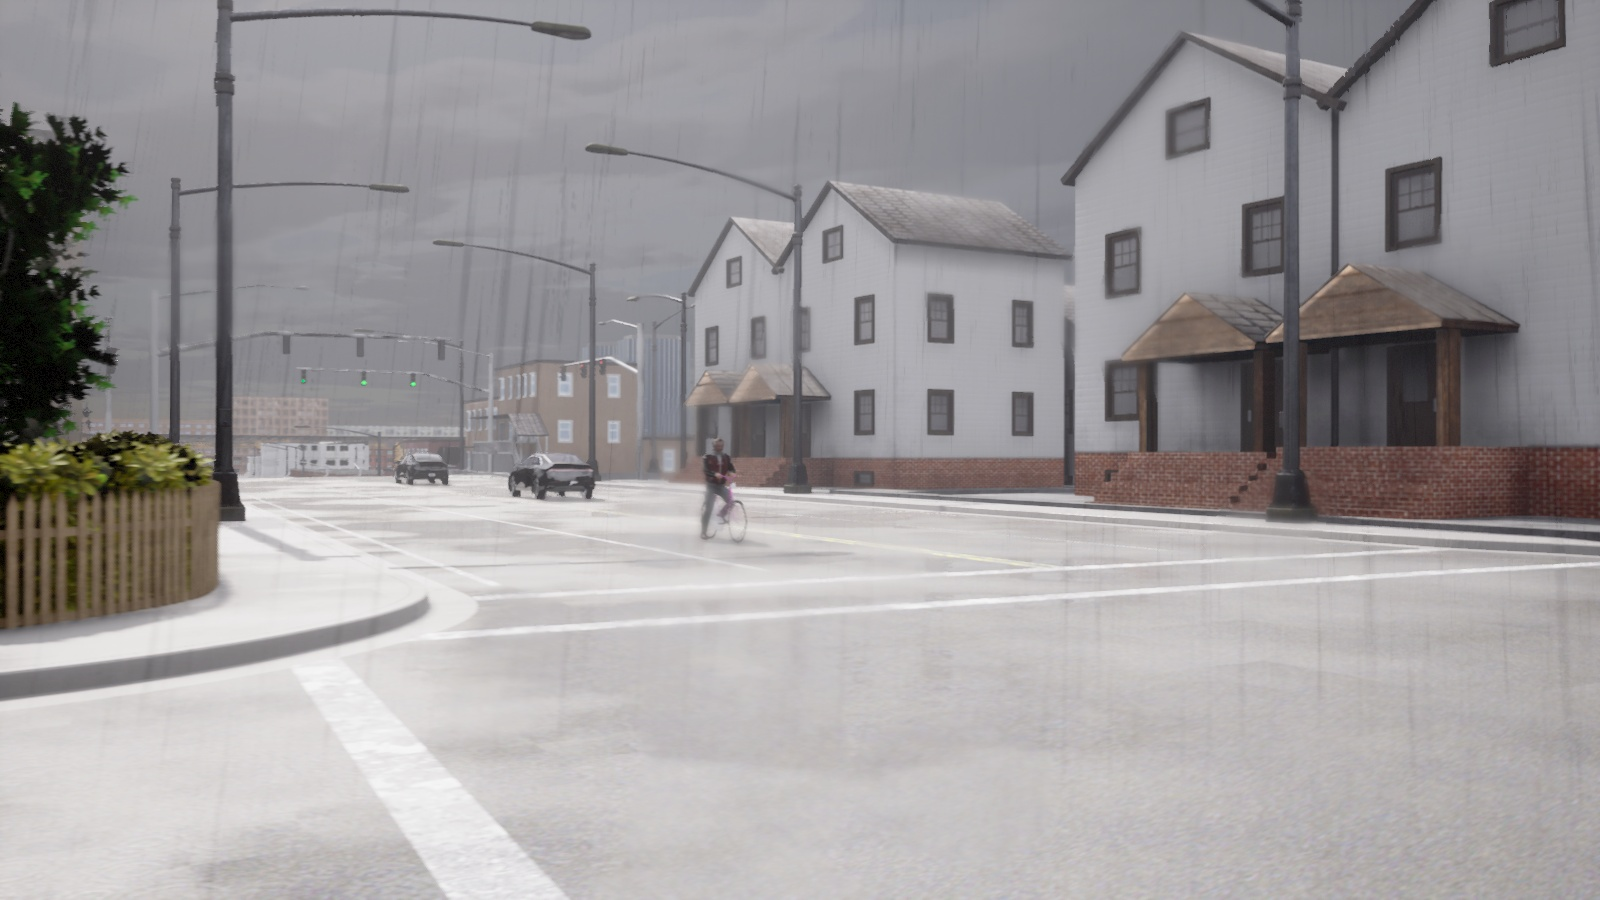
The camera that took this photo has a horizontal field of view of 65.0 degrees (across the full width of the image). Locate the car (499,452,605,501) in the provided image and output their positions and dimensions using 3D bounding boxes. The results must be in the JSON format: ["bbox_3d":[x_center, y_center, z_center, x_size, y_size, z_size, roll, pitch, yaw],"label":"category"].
[{"bbox_3d":[-8.342,0.840,41.865,2.128,1.511,4.902,0,0,-28],"label":"car"}]

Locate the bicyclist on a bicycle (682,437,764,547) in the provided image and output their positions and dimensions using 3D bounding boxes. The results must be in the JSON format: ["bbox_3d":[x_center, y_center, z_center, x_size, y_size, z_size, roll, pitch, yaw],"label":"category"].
[{"bbox_3d":[-1.322,0.679,21.226,0.659,1.776,1.843,0,0,-28],"label":"bicyclist on a bicycle"}]

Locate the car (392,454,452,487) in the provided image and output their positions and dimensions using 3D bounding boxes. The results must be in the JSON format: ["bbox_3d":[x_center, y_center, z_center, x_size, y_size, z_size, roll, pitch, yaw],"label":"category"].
[{"bbox_3d":[-18.206,0.966,60.397,1.837,1.490,4.892,0,0,-28],"label":"car"}]
